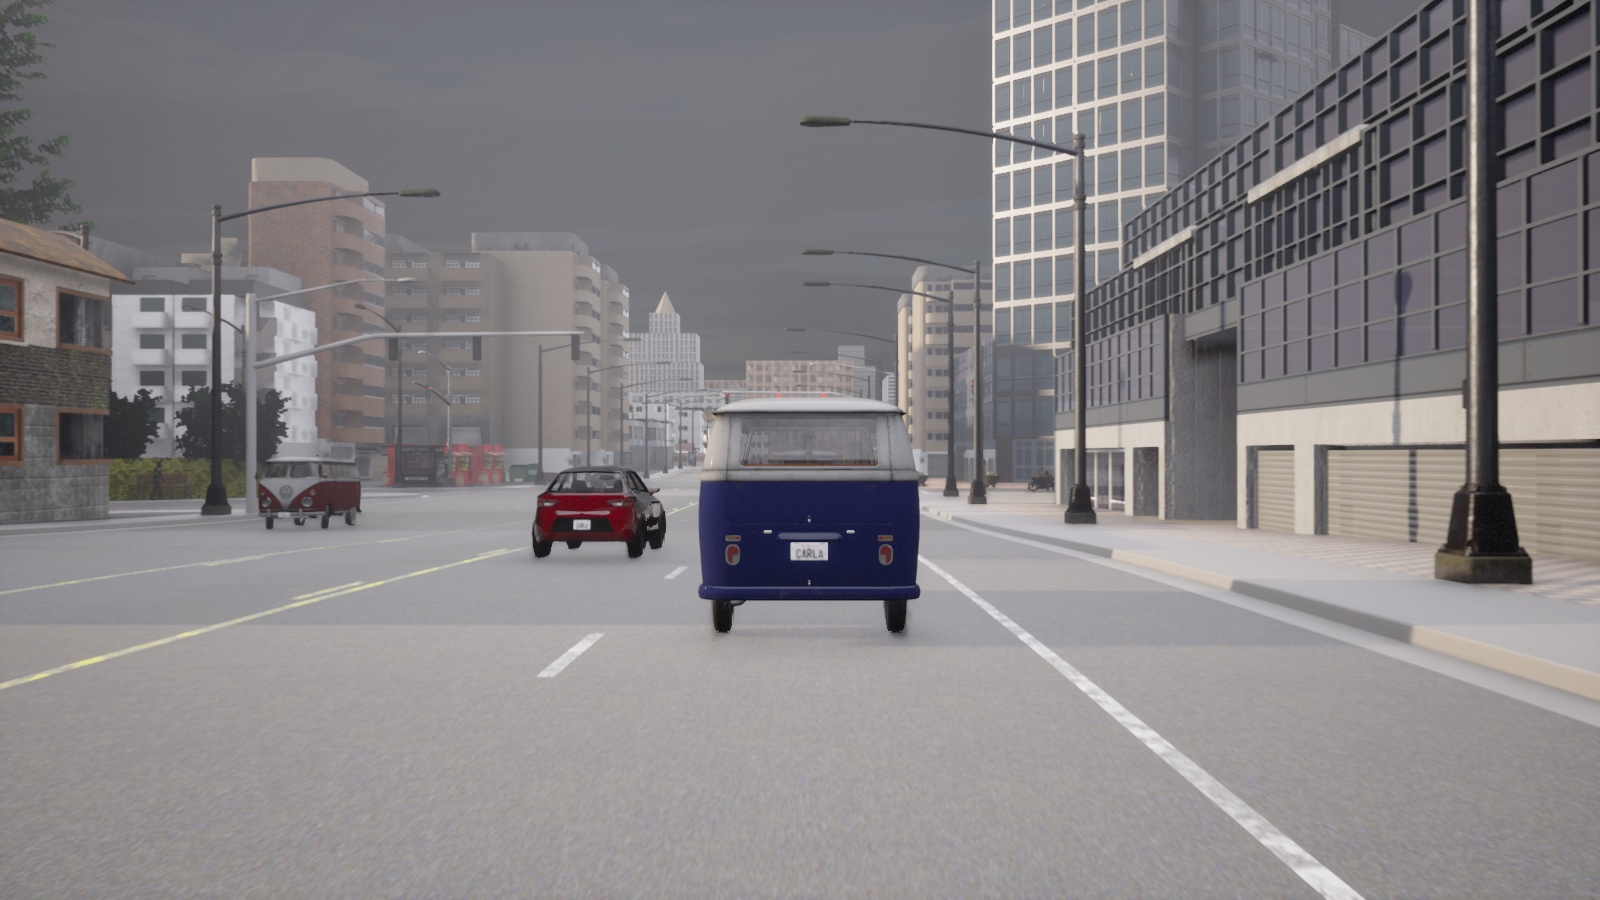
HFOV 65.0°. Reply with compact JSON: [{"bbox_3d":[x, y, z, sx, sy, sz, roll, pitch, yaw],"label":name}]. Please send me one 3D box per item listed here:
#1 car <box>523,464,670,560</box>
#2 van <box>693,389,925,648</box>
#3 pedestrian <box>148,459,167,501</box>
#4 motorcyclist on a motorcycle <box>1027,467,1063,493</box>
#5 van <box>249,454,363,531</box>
[{"bbox_3d":[-3.361,1.020,21.503,1.816,1.474,4.193,0,-2,0],"label":"car"},{"bbox_3d":[0.084,0.555,11.857,1.775,1.987,4.442,0,-1,0],"label":"van"},{"bbox_3d":[-29.500,1.361,57.663,0.692,1.930,0.395,0,0,-42],"label":"pedestrian"},{"bbox_3d":[14.731,1.787,75.538,2.044,1.523,0.797,0,0,1],"label":"motorcyclist on a motorcycle"},{"bbox_3d":[-13.616,1.151,34.873,1.775,1.987,4.442,-1,-1,-5],"label":"van"}]
